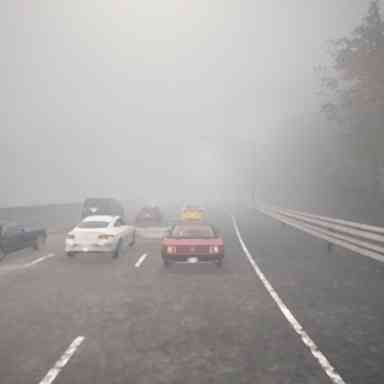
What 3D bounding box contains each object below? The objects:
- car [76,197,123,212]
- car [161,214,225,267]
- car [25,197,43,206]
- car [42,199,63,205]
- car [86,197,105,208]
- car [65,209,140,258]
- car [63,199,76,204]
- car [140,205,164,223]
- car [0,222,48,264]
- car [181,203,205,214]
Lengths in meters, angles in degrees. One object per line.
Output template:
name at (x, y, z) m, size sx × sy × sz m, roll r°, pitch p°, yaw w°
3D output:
car at (-6.959, 1.439, 26.325) m, size 2.150 × 2.045 × 5.566 m, roll 0°, pitch 0°, yaw 1°
car at (0.042, 1.695, 11.779) m, size 1.895 × 1.301 × 4.718 m, roll 0°, pitch 0°, yaw 1°
car at (-28.011, 1.870, 59.606) m, size 2.097 × 1.767 × 4.553 m, roll 0°, pitch -1°, yaw 1°
car at (-24.510, 2.024, 60.002) m, size 1.837 × 1.490 × 4.892 m, roll 0°, pitch 0°, yaw 1°
car at (-17.519, 1.876, 60.341) m, size 2.097 × 1.767 × 4.553 m, roll 0°, pitch -1°, yaw 1°
car at (-3.446, 1.631, 13.132) m, size 1.812 × 1.442 × 4.674 m, roll 0°, pitch 0°, yaw 1°
car at (-21.011, 2.047, 60.096) m, size 1.812 × 1.442 × 4.674 m, roll 0°, pitch 0°, yaw 1°
car at (-3.447, 1.792, 27.653) m, size 1.994 × 1.385 × 4.181 m, roll 0°, pitch 0°, yaw 0°
car at (-6.957, 1.696, 11.778) m, size 1.895 × 1.301 × 4.718 m, roll 0°, pitch 0°, yaw 1°
car at (0.058, 1.712, 28.603) m, size 1.882 × 1.535 × 5.008 m, roll 0°, pitch 0°, yaw 0°
